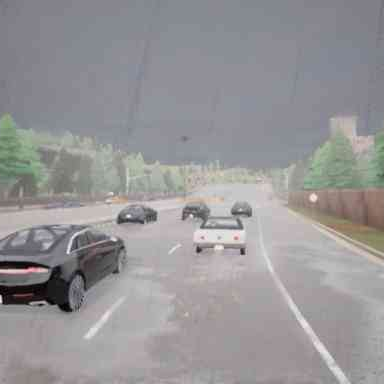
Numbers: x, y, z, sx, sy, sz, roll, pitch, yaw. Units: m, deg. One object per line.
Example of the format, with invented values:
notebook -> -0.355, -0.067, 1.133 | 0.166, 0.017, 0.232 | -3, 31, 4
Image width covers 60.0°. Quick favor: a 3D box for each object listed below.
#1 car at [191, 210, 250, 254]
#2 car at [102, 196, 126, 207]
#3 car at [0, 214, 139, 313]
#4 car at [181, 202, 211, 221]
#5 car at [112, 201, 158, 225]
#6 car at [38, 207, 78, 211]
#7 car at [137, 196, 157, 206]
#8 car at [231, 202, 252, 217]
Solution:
car -> 1.298, 1.646, 13.765 | 1.895, 1.301, 4.718 | 0, 0, 9
car -> -12.584, 1.521, 53.958 | 1.882, 1.535, 5.008 | 0, 0, 11
car -> -2.936, 1.490, 7.687 | 2.128, 1.511, 4.902 | 0, 0, 5
car -> 0.396, 1.581, 28.002 | 1.837, 1.490, 4.892 | 0, 0, 11
car -> -3.872, 1.597, 24.268 | 1.994, 1.385, 4.181 | 0, 0, 11
car -> -10.632, 1.481, 27.297 | 2.128, 1.511, 4.902 | 0, 0, 11
car -> -7.949, 1.570, 59.273 | 1.882, 1.535, 5.008 | 0, 0, 11
car -> 4.983, 1.683, 33.337 | 1.994, 1.385, 4.181 | 1, 0, 11
